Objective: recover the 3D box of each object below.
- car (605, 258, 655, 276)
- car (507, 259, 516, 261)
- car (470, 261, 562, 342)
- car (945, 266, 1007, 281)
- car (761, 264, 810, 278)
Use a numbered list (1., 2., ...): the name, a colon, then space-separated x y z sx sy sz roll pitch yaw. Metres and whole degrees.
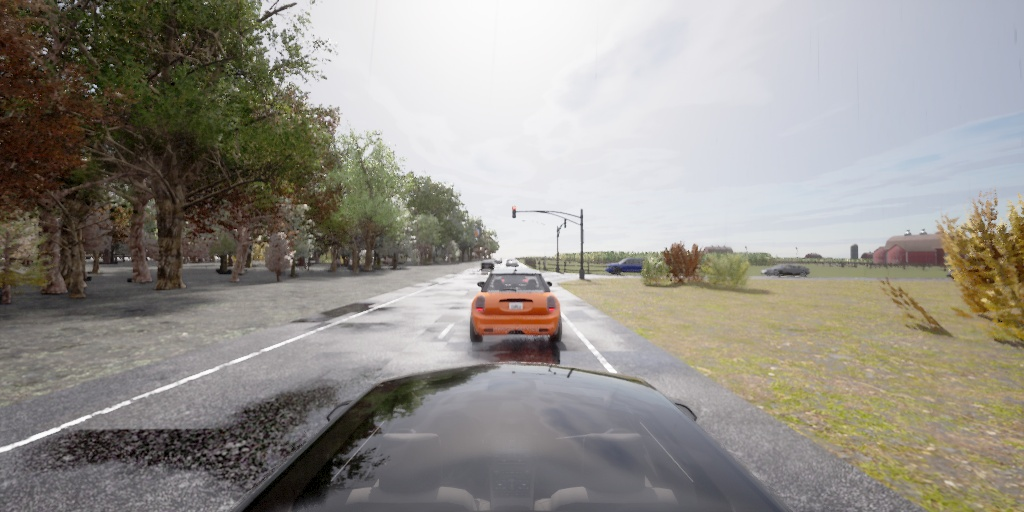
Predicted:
1. car: 13.675 1.254 41.501 5.566 2.045 2.150 1 -1 2
2. car: 0.024 1.422 58.660 1.994 1.385 4.181 0 0 -1
3. car: 0.083 1.119 9.958 2.097 1.767 4.553 0 0 0
4. car: 48.898 1.837 37.613 4.902 1.511 2.128 1 -1 1
5. car: 31.459 1.714 41.279 4.902 1.511 2.128 1 -1 0
